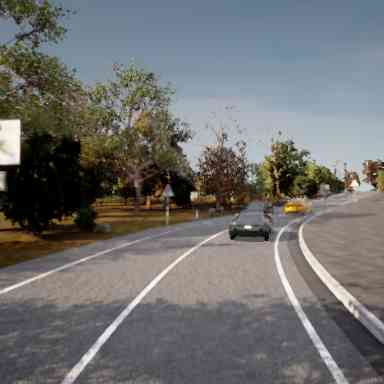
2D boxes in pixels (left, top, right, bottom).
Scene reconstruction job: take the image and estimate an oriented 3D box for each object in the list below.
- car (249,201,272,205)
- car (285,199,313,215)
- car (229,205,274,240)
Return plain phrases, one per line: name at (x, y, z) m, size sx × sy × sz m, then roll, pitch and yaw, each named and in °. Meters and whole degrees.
car at (6.707, 1.630, 33.432) m, size 2.128 × 1.511 × 4.902 m, roll -3°, pitch -1°, yaw 30°
car at (10.781, 1.436, 33.458) m, size 1.882 × 1.535 × 5.008 m, roll -3°, pitch 0°, yaw 31°
car at (3.178, 1.605, 17.367) m, size 1.994 × 1.385 × 4.181 m, roll -1°, pitch 0°, yaw 17°
